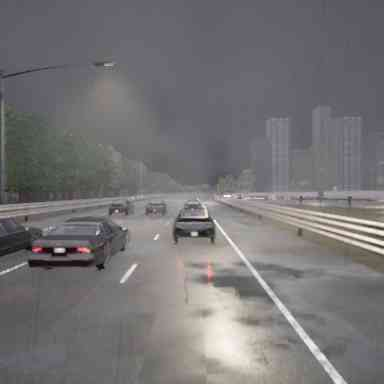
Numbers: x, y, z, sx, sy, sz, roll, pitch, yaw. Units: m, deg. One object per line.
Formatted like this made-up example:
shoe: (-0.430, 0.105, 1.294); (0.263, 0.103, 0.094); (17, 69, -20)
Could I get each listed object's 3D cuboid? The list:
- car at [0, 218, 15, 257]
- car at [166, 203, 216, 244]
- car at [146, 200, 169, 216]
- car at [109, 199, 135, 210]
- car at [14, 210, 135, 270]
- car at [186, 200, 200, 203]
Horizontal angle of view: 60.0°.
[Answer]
car: (-6.900, 1.548, 11.012); (2.033, 1.411, 5.357); (0, 0, 0)
car: (0.098, 1.492, 15.938); (2.128, 1.511, 4.902); (0, 0, 0)
car: (-3.403, 1.491, 32.788); (2.128, 1.511, 4.902); (0, 0, 0)
car: (-6.902, 1.505, 32.937); (1.837, 1.490, 4.892); (0, 0, 0)
car: (-3.400, 1.548, 11.048); (2.033, 1.411, 5.357); (0, 0, 0)
car: (0.097, 1.524, 33.951); (1.812, 1.442, 4.674); (0, 0, 0)
